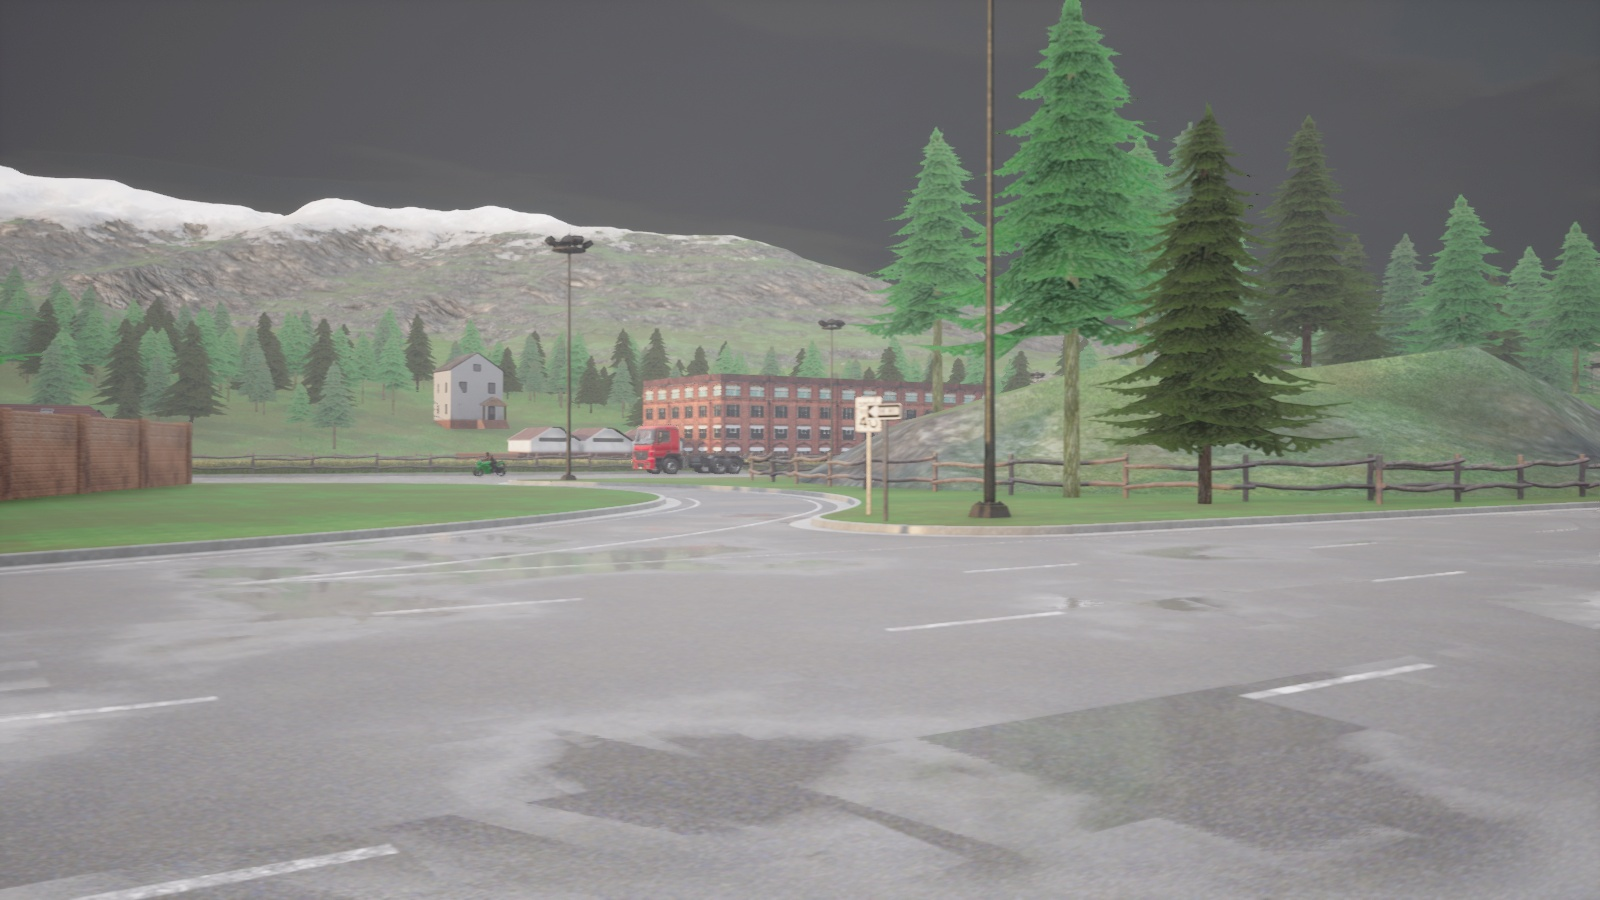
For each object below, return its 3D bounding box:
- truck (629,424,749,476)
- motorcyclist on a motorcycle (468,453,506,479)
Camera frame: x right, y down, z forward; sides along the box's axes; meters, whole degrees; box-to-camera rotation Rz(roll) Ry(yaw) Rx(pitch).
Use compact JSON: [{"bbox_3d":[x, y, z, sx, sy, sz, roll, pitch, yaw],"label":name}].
[{"bbox_3d":[-7.682,-0.007,87.348,7.936,3.462,2.891,0,0,-35],"label":"truck"},{"bbox_3d":[-18.772,0.951,75.411,2.044,1.523,0.797,0,0,-35],"label":"motorcyclist on a motorcycle"}]
